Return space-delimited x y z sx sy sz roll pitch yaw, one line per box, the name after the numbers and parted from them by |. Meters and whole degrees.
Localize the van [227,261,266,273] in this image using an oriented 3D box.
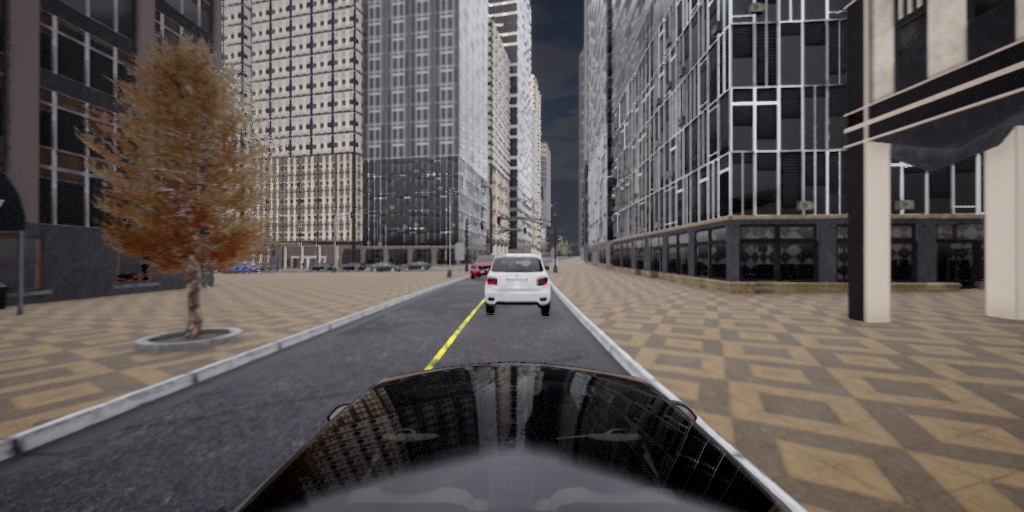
-38.201 1.637 51.546 3.998 1.789 1.690 0 0 13 | van

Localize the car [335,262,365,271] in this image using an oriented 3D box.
-25.401 1.690 57.285 4.313 1.339 1.948 0 0 13 | car

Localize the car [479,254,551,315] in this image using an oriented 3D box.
0.258 0.950 13.661 2.150 2.045 5.566 0 0 2 | car

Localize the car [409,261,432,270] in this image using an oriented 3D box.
-14.420 1.485 54.844 4.403 1.370 2.007 0 0 13 | car

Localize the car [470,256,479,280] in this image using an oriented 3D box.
-2.119 0.918 30.656 2.150 2.045 5.566 0 0 4 | car

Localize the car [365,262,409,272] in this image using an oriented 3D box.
-16.239 1.464 46.663 4.403 1.370 2.007 0 0 13 | car
